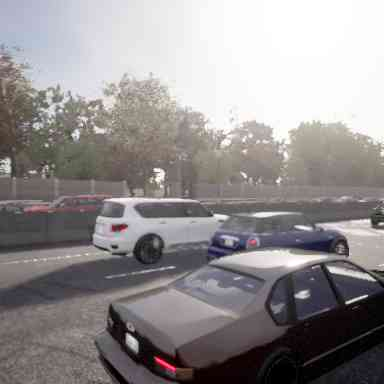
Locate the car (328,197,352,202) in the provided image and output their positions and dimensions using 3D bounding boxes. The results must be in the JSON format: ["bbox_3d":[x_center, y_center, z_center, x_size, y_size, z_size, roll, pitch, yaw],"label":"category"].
[{"bbox_3d":[23.623,1.510,50.918,4.902,1.511,2.128,0,0,-35],"label":"car"}]

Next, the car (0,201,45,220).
[{"bbox_3d":[-15.278,1.542,27.492,5.357,1.411,2.033,0,0,-36],"label":"car"}]

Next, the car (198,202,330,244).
[{"bbox_3d":[2.706,1.350,9.982,4.553,1.767,2.097,0,0,-36],"label":"car"}]

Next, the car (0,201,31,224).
[{"bbox_3d":[-14.421,1.473,23.802,5.008,1.535,1.882,0,0,-36],"label":"car"}]

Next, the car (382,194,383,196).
[{"bbox_3d":[26.514,1.239,44.398,5.566,2.045,2.150,0,0,-35],"label":"car"}]

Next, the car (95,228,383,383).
[{"bbox_3d":[1.446,1.546,4.781,5.357,1.411,2.033,0,0,-36],"label":"car"}]

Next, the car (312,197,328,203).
[{"bbox_3d":[21.267,1.521,53.532,4.892,1.490,1.837,0,0,-35],"label":"car"}]

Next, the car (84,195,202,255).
[{"bbox_3d":[-0.645,1.218,11.889,5.566,2.045,2.150,0,0,-36],"label":"car"}]

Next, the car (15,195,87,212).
[{"bbox_3d":[-7.338,1.218,20.258,5.566,2.045,2.150,0,0,-36],"label":"car"}]

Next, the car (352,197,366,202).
[{"bbox_3d":[25.749,1.498,48.137,5.008,1.535,1.882,0,0,-35],"label":"car"}]

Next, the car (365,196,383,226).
[{"bbox_3d":[14.052,1.349,22.392,4.553,1.767,2.097,0,0,-36],"label":"car"}]

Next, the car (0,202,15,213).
[{"bbox_3d":[-12.266,1.474,21.039,5.008,1.535,1.882,0,0,-36],"label":"car"}]
